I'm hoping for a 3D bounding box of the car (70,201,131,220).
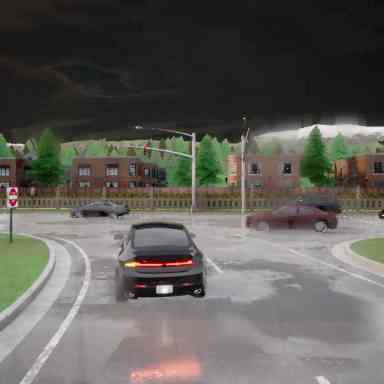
[{"bbox_3d":[-7.493,1.492,27.359,4.902,1.511,2.128,0,0,6],"label":"car"}]

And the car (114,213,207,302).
[{"bbox_3d":[-0.885,1.505,8.386,1.837,1.490,4.892,0,0,-9],"label":"car"}]

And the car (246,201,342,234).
[{"bbox_3d":[5.606,1.477,18.947,5.008,1.535,1.882,0,0,6],"label":"car"}]

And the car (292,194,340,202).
[{"bbox_3d":[10.076,1.222,29.037,5.566,2.045,2.150,0,0,6],"label":"car"}]

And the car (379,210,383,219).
[{"bbox_3d":[16.374,1.564,24.854,4.181,1.385,1.994,0,0,6],"label":"car"}]
